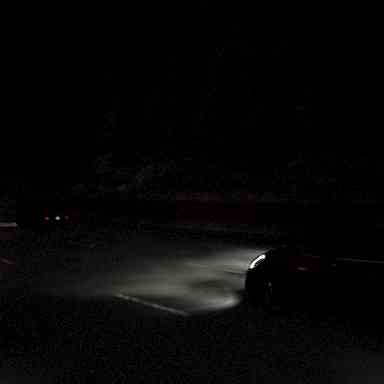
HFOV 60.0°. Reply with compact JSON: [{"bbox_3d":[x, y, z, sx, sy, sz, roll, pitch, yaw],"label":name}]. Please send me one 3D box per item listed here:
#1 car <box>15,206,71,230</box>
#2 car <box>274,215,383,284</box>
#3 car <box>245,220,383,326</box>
[{"bbox_3d":[-9.907,1.647,21.906,5.357,1.411,2.033,0,0,45],"label":"car"},{"bbox_3d":[4.961,1.533,9.167,4.892,1.490,1.837,0,0,36],"label":"car"},{"bbox_3d":[3.267,1.371,6.074,4.553,1.767,2.097,0,0,36],"label":"car"}]
